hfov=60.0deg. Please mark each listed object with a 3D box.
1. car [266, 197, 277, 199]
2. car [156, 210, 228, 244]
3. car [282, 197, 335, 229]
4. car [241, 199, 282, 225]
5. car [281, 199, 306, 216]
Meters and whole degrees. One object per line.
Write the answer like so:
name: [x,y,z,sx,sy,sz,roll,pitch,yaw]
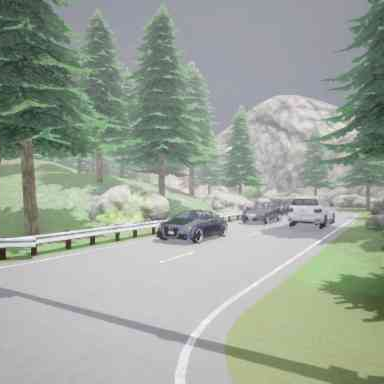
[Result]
car: [12.401,1.575,53.505,1.812,1.442,4.674,2,-1,-39]
car: [0.110,1.573,16.110,1.994,1.385,4.181,0,0,31]
car: [8.109,1.356,22.380,2.150,2.045,5.566,0,-1,31]
car: [5.257,1.506,24.619,2.128,1.511,4.902,0,0,31]
car: [10.322,1.525,33.494,1.837,1.490,4.892,0,0,24]
